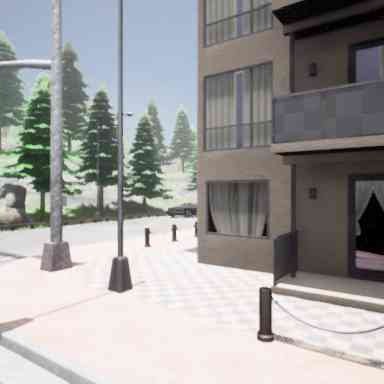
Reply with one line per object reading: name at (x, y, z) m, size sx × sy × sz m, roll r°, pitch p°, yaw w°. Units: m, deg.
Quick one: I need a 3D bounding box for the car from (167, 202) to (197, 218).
car at (-0.159, 1.591, 29.846) m, size 1.895 × 1.301 × 4.718 m, roll 0°, pitch 0°, yaw 35°
